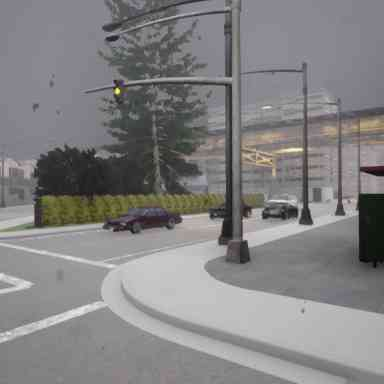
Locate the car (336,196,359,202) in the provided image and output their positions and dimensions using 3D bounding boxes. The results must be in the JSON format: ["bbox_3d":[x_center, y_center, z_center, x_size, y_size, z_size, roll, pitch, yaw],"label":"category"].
[{"bbox_3d":[31.871,1.364,68.050,4.536,1.218,1.853,0,0,-29],"label":"car"}]

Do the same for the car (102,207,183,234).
[{"bbox_3d":[-2.771,1.602,20.068,2.033,1.411,5.357,-1,0,36],"label":"car"}]

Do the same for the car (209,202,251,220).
[{"bbox_3d":[3.344,1.535,28.519,1.882,1.535,5.008,-1,0,36],"label":"car"}]

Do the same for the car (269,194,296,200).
[{"bbox_3d":[10.320,1.283,38.124,2.150,2.045,5.566,-1,-1,36],"label":"car"}]

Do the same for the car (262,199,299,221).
[{"bbox_3d":[7.503,1.586,27.966,1.994,1.385,4.181,-1,0,36],"label":"car"}]

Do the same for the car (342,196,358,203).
[{"bbox_3d":[31.827,1.522,68.023,4.974,1.542,2.038,0,0,-29],"label":"car"}]
